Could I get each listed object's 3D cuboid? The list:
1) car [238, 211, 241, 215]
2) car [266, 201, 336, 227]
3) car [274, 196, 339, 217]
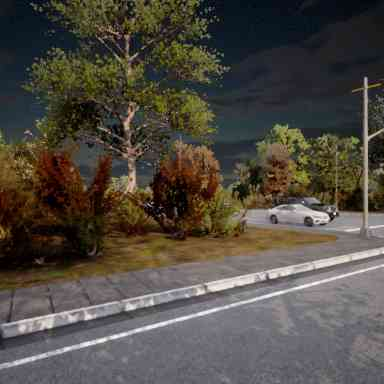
[{"bbox_3d":[2.854,1.585,34.535,2.097,1.767,4.553,0,-1,-42],"label":"car"},{"bbox_3d":[7.401,1.596,23.669,1.812,1.442,4.674,0,-1,-38],"label":"car"},{"bbox_3d":[9.084,1.311,27.263,2.150,2.045,5.566,0,-1,-37],"label":"car"}]
